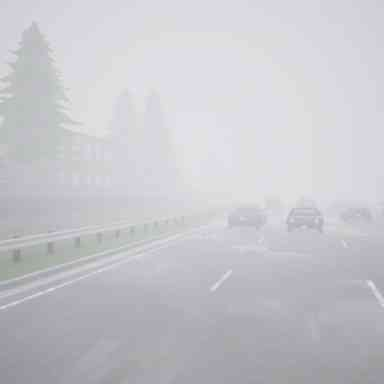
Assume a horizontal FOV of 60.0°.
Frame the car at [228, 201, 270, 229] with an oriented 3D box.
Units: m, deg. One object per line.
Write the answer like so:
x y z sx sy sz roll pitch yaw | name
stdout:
3.671 1.531 21.652 1.994 1.385 4.181 0 0 19 | car

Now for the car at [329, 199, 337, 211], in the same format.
17.094 1.487 38.637 1.994 1.385 4.181 0 0 20 | car

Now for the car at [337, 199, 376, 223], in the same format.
12.361 1.474 25.265 1.812 1.442 4.674 0 0 20 | car

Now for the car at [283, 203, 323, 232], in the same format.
6.731 1.565 19.806 1.895 1.301 4.718 0 0 19 | car

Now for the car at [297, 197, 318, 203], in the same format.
12.254 1.289 35.434 2.097 1.767 4.553 0 0 19 | car

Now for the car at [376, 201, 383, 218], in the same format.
17.427 1.460 29.099 1.812 1.442 4.674 0 0 19 | car

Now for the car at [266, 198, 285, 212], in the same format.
9.202 1.438 37.307 1.837 1.490 4.892 0 -1 19 | car
